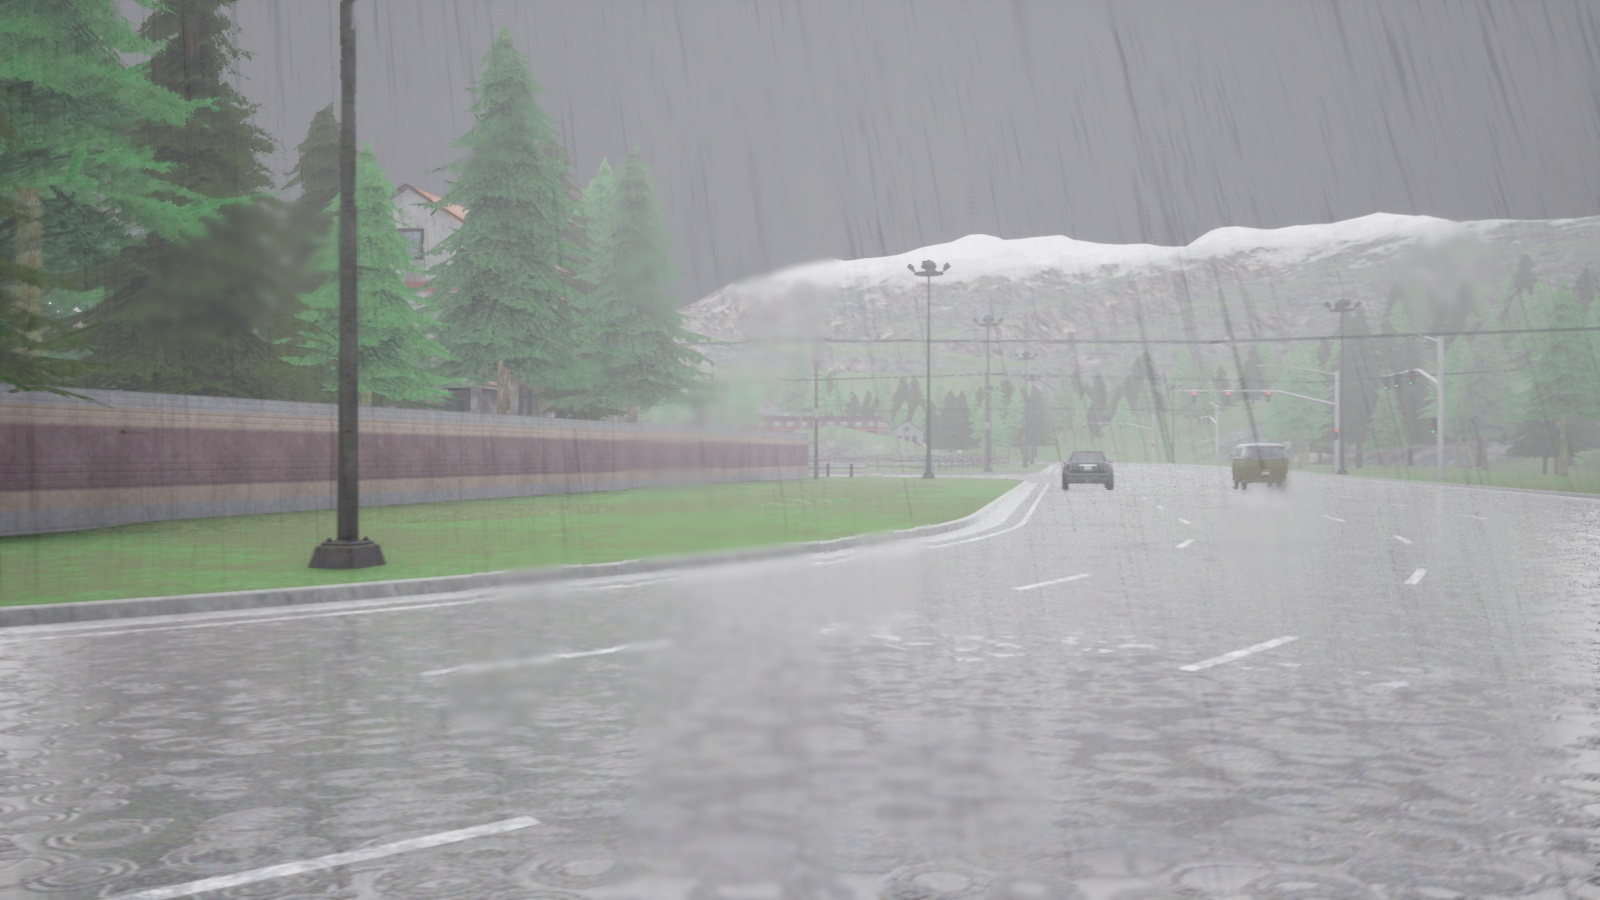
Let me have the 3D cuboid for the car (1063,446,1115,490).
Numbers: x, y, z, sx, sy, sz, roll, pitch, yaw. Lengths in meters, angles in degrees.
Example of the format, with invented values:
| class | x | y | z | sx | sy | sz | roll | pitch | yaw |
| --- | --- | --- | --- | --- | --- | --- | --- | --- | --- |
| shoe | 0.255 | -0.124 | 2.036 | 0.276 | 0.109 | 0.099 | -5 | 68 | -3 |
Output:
| class | x | y | z | sx | sy | sz | roll | pitch | yaw |
| --- | --- | --- | --- | --- | --- | --- | --- | --- | --- |
| car | 12.319 | 0.737 | 53.670 | 2.097 | 1.767 | 4.553 | 0 | 0 | 12 |

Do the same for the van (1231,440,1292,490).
| class | x | y | z | sx | sy | sz | roll | pitch | yaw |
| --- | --- | --- | --- | --- | --- | --- | --- | --- | --- |
| van | 19.214 | 0.610 | 52.434 | 1.775 | 1.987 | 4.442 | 0 | 0 | 12 |
